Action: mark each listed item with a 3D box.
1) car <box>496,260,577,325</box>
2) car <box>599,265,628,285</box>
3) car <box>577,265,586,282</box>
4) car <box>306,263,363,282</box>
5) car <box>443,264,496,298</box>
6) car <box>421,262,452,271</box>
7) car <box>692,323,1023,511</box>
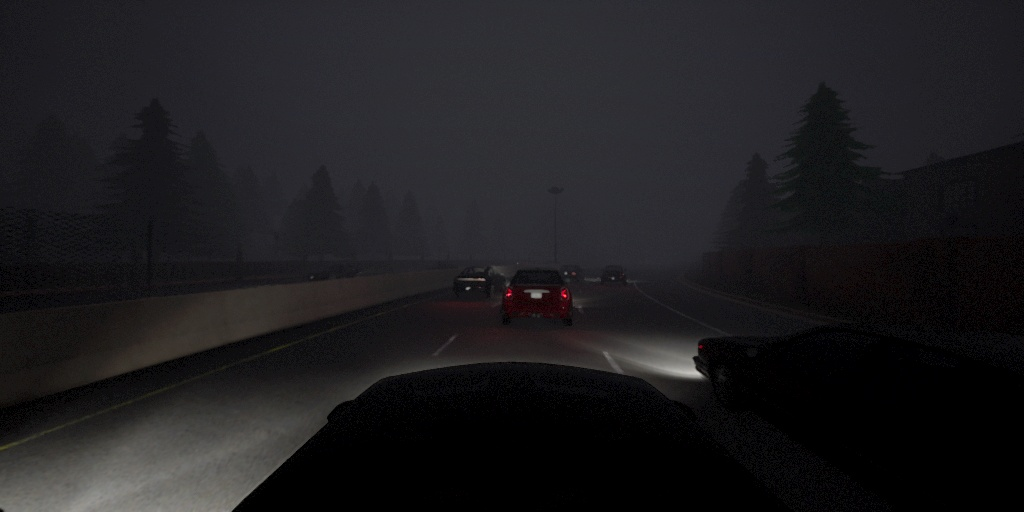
[{"bbox_3d":[0.929,1.149,12.257,2.097,1.767,4.553,0,0,6],"label":"car"},{"bbox_3d":[7.862,1.419,27.736,1.812,1.442,4.674,0,0,17],"label":"car"},{"bbox_3d":[5.047,1.438,30.500,2.033,1.411,5.357,0,0,19],"label":"car"},{"bbox_3d":[-13.926,1.291,28.429,1.837,1.490,4.892,0,0,15],"label":"car"},{"bbox_3d":[-1.571,1.302,18.840,2.128,1.511,4.902,0,0,11],"label":"car"},{"bbox_3d":[-7.531,1.345,37.229,2.128,1.511,4.902,0,0,21],"label":"car"},{"bbox_3d":[3.654,1.321,3.079,2.033,1.411,5.357,0,0,2],"label":"car"}]
